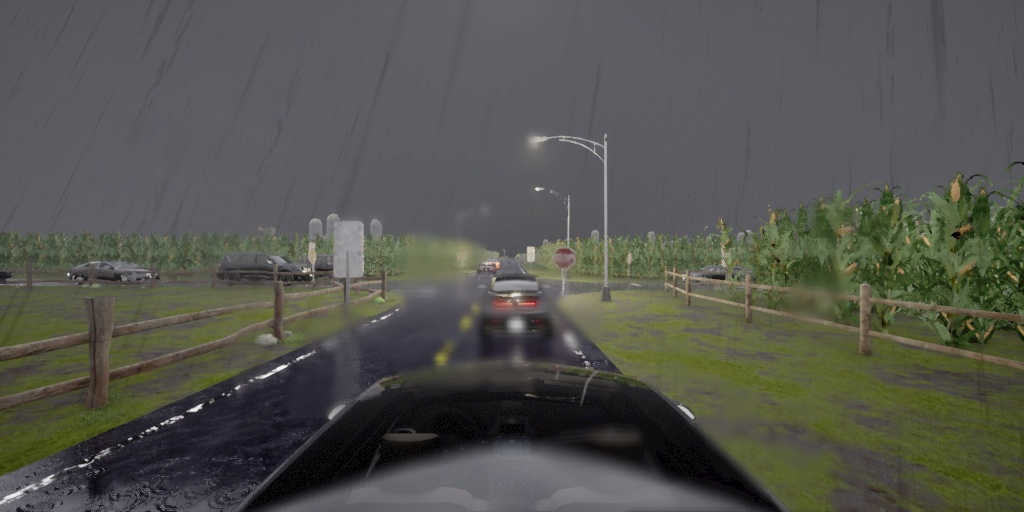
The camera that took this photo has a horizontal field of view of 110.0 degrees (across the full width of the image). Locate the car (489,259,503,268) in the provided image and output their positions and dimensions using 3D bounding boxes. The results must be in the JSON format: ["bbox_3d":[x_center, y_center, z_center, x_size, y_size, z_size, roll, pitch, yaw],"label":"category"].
[{"bbox_3d":[-2.753,1.216,61.291,2.128,1.511,4.902,0,0,0],"label":"car"}]

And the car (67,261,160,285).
[{"bbox_3d":[-25.881,1.086,23.407,4.902,1.511,2.128,0,-1,1],"label":"car"}]

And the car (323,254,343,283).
[{"bbox_3d":[-14.272,0.907,26.229,5.566,2.045,2.150,0,-1,1],"label":"car"}]

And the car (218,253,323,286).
[{"bbox_3d":[-15.832,0.870,23.316,5.566,2.045,2.150,0,-1,0],"label":"car"}]

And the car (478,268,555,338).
[{"bbox_3d":[0.108,1.256,10.248,1.837,1.490,4.892,0,0,0],"label":"car"}]

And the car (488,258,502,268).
[{"bbox_3d":[-2.777,1.086,50.982,2.097,1.767,4.553,0,0,0],"label":"car"}]

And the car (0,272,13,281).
[{"bbox_3d":[-36.159,1.143,23.525,4.718,1.301,1.895,0,-1,1],"label":"car"}]

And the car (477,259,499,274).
[{"bbox_3d":[-2.802,1.304,40.892,1.994,1.385,4.181,0,0,0],"label":"car"}]

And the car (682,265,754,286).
[{"bbox_3d":[14.874,1.361,25.897,4.902,1.511,2.128,0,-1,1],"label":"car"}]
